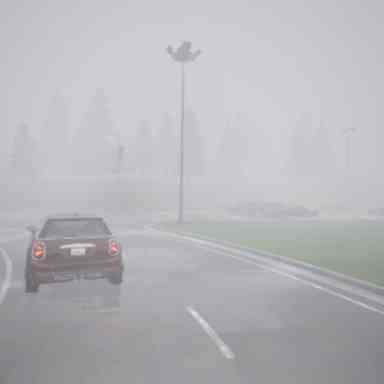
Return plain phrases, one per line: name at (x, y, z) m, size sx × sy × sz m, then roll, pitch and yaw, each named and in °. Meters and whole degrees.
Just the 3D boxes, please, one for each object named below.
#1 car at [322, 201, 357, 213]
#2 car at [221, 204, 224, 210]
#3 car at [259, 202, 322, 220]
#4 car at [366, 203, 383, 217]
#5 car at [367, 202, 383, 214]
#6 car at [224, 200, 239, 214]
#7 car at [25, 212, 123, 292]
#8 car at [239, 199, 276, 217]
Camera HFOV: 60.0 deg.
car at (19.145, 1.912, 43.593) m, size 4.892 × 1.490 × 1.837 m, roll -1°, pitch 0°, yaw -14°
car at (5.944, 1.660, 40.298) m, size 5.008 × 1.535 × 1.882 m, roll 1°, pitch 0°, yaw -14°
car at (8.920, 1.813, 30.226) m, size 4.718 × 1.301 × 1.895 m, roll 1°, pitch 0°, yaw -14°
car at (21.636, 2.005, 37.005) m, size 4.181 × 1.385 × 1.994 m, roll 1°, pitch 0°, yaw -14°
car at (24.469, 2.004, 41.306) m, size 4.892 × 1.490 × 1.837 m, roll 2°, pitch 0°, yaw -14°
car at (6.558, 1.664, 36.848) m, size 5.008 × 1.535 × 1.882 m, roll 1°, pitch 0°, yaw -14°
car at (-3.360, 1.313, 9.196) m, size 2.097 × 1.767 × 4.553 m, roll 1°, pitch 0°, yaw -24°
car at (7.582, 1.698, 33.498) m, size 4.892 × 1.490 × 1.837 m, roll 0°, pitch 0°, yaw -14°
